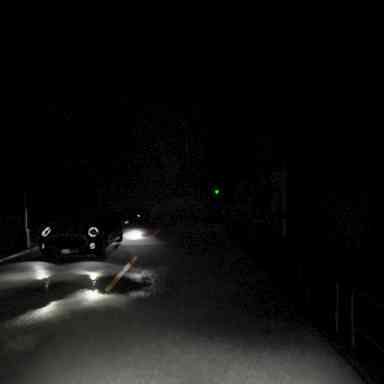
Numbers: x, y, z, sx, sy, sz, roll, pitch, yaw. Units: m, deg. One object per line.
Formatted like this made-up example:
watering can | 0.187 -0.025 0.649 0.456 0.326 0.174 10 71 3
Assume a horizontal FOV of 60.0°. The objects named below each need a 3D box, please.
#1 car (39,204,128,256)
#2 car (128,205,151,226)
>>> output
car | -4.097 1.337 13.033 2.097 1.767 4.553 0 0 0
car | -4.077 1.574 23.094 1.895 1.301 4.718 0 0 0
